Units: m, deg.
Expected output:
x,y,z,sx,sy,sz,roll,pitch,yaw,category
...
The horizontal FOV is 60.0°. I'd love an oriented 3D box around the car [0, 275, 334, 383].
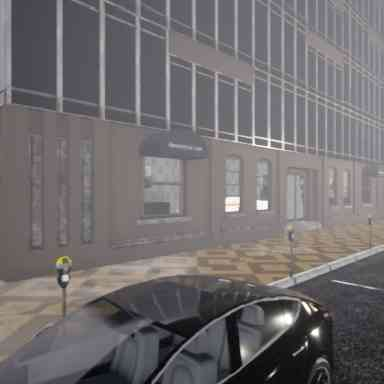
x,y,z,sx,sy,sz,roll,pitch,yaw,category
-0.311,1.566,2.865,4.313,1.339,1.947,0,0,-44,car
